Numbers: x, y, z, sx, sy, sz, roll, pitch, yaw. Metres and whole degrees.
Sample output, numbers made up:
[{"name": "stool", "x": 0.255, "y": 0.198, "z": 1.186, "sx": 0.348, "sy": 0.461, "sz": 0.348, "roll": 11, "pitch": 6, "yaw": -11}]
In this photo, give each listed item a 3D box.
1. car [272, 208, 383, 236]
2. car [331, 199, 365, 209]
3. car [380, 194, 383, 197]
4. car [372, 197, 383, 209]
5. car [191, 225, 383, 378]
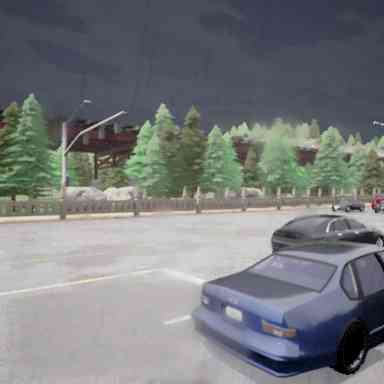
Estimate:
[{"name": "car", "x": 4.811, "y": 1.527, "z": 11.480, "sx": 4.892, "sy": 1.490, "sz": 1.837, "roll": -1, "pitch": 0, "yaw": -35}, {"name": "car", "x": 18.044, "y": 1.562, "z": 38.359, "sx": 4.902, "sy": 1.511, "sz": 2.128, "roll": 0, "pitch": 0, "yaw": -36}, {"name": "car", "x": 26.086, "y": 1.310, "z": 44.080, "sx": 5.566, "sy": 2.045, "sz": 2.150, "roll": 0, "pitch": 0, "yaw": -36}, {"name": "car", "x": 22.070, "y": 1.580, "z": 36.932, "sx": 4.892, "sy": 1.490, "sz": 1.837, "roll": 0, "pitch": 0, "yaw": -36}, {"name": "car", "x": 2.568, "y": 1.558, "z": 5.584, "sx": 5.357, "sy": 1.411, "sz": 2.033, "roll": 0, "pitch": 0, "yaw": -35}]
